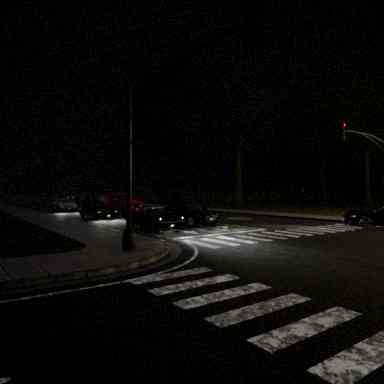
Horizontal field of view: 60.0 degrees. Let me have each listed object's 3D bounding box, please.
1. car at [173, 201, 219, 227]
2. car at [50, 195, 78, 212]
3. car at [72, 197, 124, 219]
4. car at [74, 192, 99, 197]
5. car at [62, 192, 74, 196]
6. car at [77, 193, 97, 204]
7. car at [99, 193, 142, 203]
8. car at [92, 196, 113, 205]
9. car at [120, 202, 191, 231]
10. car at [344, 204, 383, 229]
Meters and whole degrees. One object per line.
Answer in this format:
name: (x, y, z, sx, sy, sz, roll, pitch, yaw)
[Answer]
car: (-0.219, 1.410, 22.818, 1.882, 1.535, 5.008, 0, 0, -35)
car: (-14.076, 1.401, 36.377, 1.812, 1.442, 4.674, 0, 0, -36)
car: (-8.035, 1.455, 28.051, 2.033, 1.411, 5.357, 0, 0, -36)
car: (-15.626, 1.187, 49.813, 2.097, 1.767, 4.553, 0, 0, -35)
car: (-21.443, 1.039, 57.730, 2.150, 2.045, 5.566, 0, 0, -36)
car: (-18.779, 1.164, 59.593, 2.097, 1.767, 4.553, 0, 0, -36)
car: (-6.460, 1.117, 31.410, 2.150, 2.045, 5.566, 0, 0, -36)
car: (-14.569, 1.350, 53.841, 1.812, 1.442, 4.674, 0, 0, -36)
car: (-2.369, 1.542, 20.242, 1.895, 1.301, 4.718, 0, 0, -36)
car: (11.880, 1.454, 20.170, 4.902, 1.511, 2.128, 1, 1, 14)
